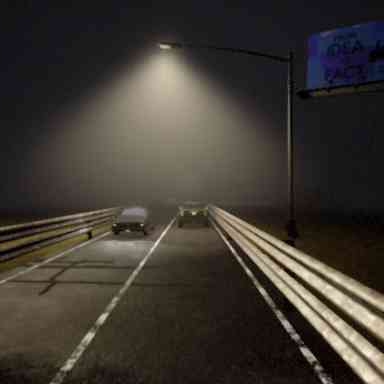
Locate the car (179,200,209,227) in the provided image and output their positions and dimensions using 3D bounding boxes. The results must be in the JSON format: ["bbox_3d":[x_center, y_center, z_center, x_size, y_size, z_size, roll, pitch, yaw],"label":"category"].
[{"bbox_3d":[0.123,1.517,24.538,2.097,1.767,4.553,0,0,0],"label":"car"}]

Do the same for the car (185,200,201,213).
[{"bbox_3d":[0.141,1.785,41.723,1.837,1.490,4.892,0,-1,0],"label":"car"}]

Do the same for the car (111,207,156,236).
[{"bbox_3d":[-3.232,1.590,19.433,2.033,1.411,5.357,0,0,0],"label":"car"}]
